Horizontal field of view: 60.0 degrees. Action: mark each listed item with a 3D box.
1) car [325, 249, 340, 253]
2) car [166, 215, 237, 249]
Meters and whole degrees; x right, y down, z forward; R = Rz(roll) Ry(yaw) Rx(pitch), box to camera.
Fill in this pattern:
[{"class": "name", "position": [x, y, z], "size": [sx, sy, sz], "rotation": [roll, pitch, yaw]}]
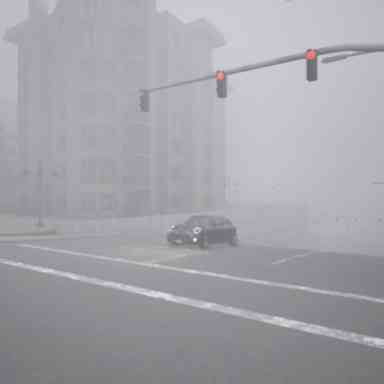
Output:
[{"class": "car", "position": [18.078, 8.150, 42.984], "size": [2.033, 1.411, 5.357], "rotation": [-1, -11, 35]}, {"class": "car", "position": [0.651, 2.015, 17.930], "size": [2.097, 1.767, 4.553], "rotation": [0, -5, 35]}]
